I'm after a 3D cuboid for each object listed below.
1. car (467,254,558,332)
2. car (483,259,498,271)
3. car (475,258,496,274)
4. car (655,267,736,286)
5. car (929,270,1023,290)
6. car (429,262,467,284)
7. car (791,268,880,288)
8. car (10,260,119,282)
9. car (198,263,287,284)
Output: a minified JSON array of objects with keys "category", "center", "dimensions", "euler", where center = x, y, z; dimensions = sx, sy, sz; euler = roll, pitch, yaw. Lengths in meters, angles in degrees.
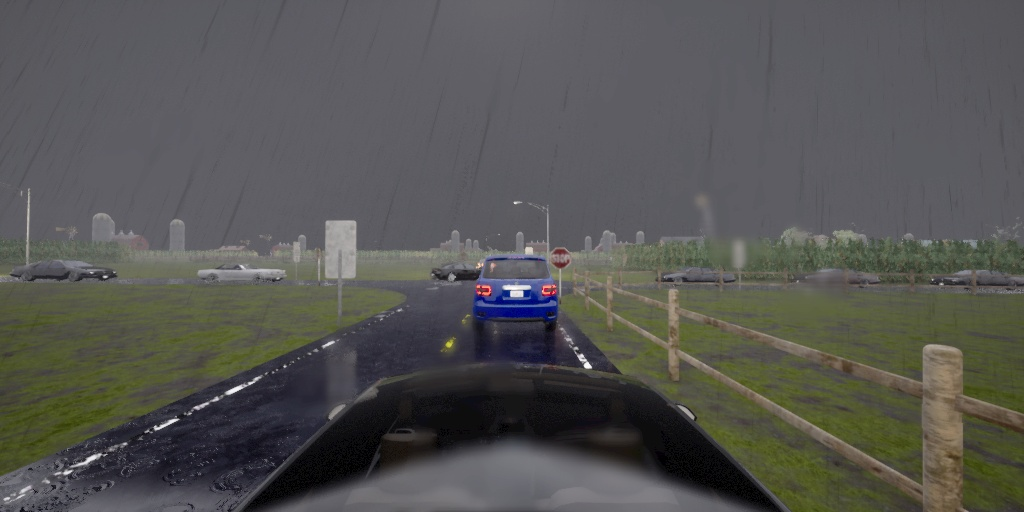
[{"category":"car","center":[0.057,0.973,11.010],"dimensions":[2.150,2.045,5.566],"euler":[0,0,-1]},{"category":"car","center":[-2.939,1.206,50.561],"dimensions":[1.882,1.535,5.008],"euler":[0,0,0]},{"category":"car","center":[-2.925,1.090,40.656],"dimensions":[2.097,1.767,4.553],"euler":[0,0,0]},{"category":"car","center":[13.570,1.488,26.621],"dimensions":[5.357,1.411,2.033],"euler":[1,-1,-1]},{"category":"car","center":[34.556,1.739,26.603],"dimensions":[5.357,1.411,2.033],"euler":[1,-1,0]},{"category":"car","center":[-3.755,1.211,27.183],"dimensions":[5.008,1.535,1.882],"euler":[0,0,-38]},{"category":"car","center":[23.979,1.611,26.625],"dimensions":[5.357,1.411,2.033],"euler":[1,-1,0]},{"category":"car","center":[-29.584,0.972,23.752],"dimensions":[5.357,1.411,2.033],"euler":[1,-1,0]},{"category":"car","center":[-17.696,1.150,23.737],"dimensions":[4.718,1.301,1.895],"euler":[1,-1,0]}]
